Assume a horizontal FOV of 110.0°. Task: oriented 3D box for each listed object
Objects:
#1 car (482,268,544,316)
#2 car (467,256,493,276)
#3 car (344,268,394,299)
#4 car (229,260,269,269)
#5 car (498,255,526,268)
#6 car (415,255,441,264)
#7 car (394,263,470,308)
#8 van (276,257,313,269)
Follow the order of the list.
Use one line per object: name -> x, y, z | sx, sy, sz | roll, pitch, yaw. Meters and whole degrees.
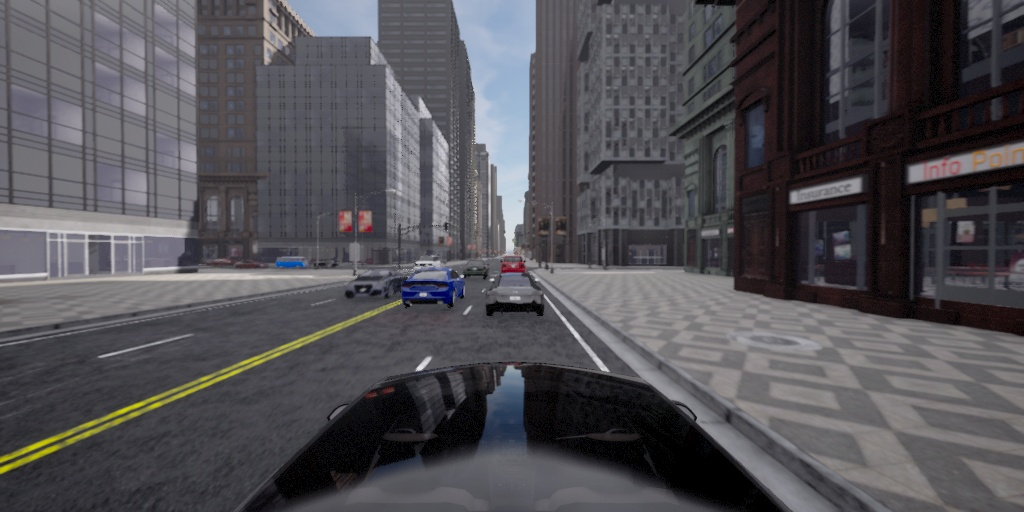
car -> 0.100, 1.309, 13.402 | 1.994, 1.385, 4.181 | 0, 0, 0
car -> -3.147, 1.091, 32.255 | 2.097, 1.767, 4.553 | 0, 0, 0
car -> -6.598, 1.308, 17.881 | 1.994, 1.385, 4.181 | 0, 0, 0
car -> -36.196, 1.225, 49.934 | 4.207, 1.307, 1.802 | 0, 0, 0
car -> 0.102, 0.960, 32.576 | 2.150, 2.045, 5.566 | 0, 0, 0
car -> -9.748, 0.946, 41.780 | 2.150, 2.045, 5.566 | 0, 0, 0
car -> -3.150, 1.222, 15.216 | 1.882, 1.535, 5.008 | 0, 0, 0
van -> -30.547, 1.013, 49.929 | 3.998, 1.789, 1.690 | 0, 0, 0
